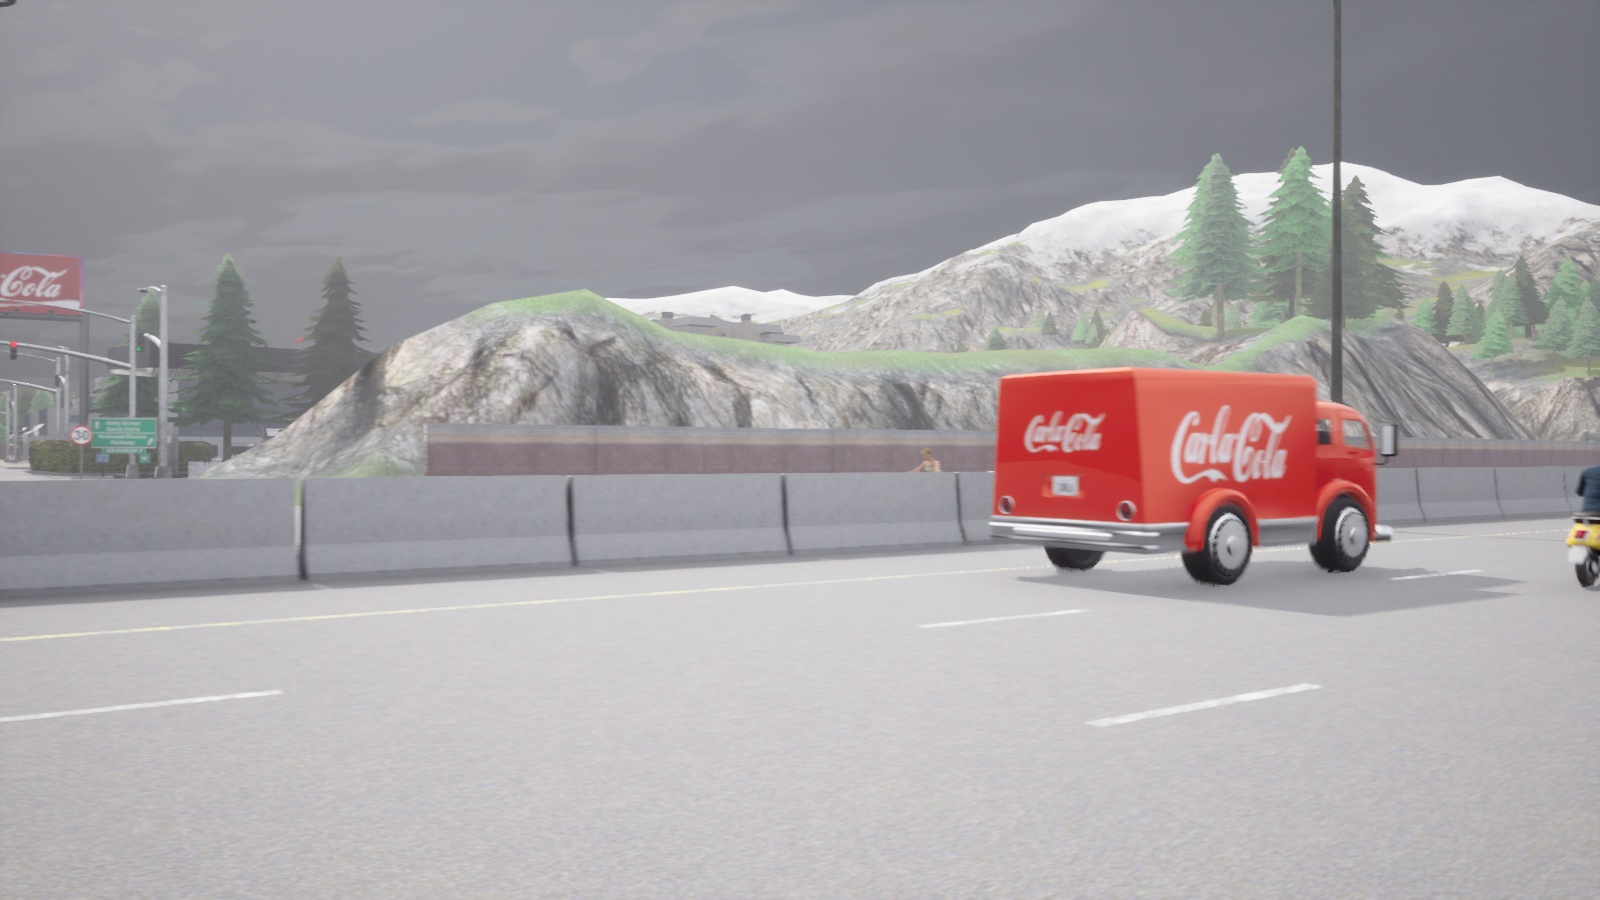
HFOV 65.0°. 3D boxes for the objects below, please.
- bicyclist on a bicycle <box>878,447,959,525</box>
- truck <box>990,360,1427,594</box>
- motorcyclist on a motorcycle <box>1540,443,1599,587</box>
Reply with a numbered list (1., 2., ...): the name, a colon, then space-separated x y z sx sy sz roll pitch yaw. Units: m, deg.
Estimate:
1. bicyclist on a bicycle: 2.520 0.742 26.739 1.509 1.612 0.866 0 0 -35
2. truck: 5.217 0.286 15.820 5.204 2.467 2.627 0 0 -35
3. motorcyclist on a motorcycle: 9.440 0.714 14.492 1.817 1.590 0.866 0 0 -35
